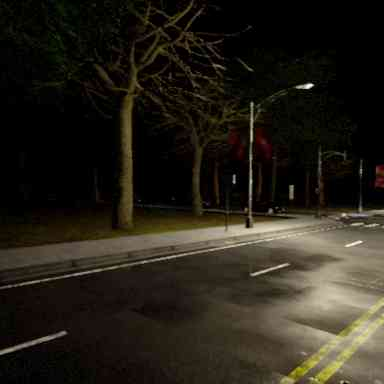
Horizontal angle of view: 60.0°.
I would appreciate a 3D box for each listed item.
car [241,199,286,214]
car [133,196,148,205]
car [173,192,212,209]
[{"bbox_3d":[7.551,1.533,35.527,4.892,1.490,1.837,1,0,42],"label":"car"},{"bbox_3d":[-8.832,1.321,51.148,4.718,1.301,1.895,1,0,43],"label":"car"},{"bbox_3d":[-0.044,1.103,42.773,5.566,2.045,2.150,1,0,43],"label":"car"}]
